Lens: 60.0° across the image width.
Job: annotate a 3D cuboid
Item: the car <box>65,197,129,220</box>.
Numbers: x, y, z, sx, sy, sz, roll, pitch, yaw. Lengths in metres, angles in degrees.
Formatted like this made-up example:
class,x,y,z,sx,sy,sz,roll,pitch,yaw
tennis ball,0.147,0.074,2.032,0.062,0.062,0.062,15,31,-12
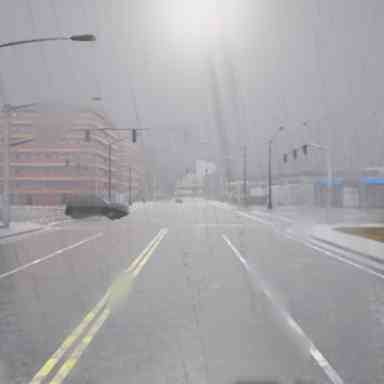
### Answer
class,x,y,z,sx,sy,sz,roll,pitch,yaw
car,-8.543,1.440,29.943,5.566,2.045,2.150,0,-1,2

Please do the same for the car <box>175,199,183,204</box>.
class,x,y,z,sx,sy,sz,roll,pitch,yaw
car,-3.512,2.439,89.702,1.895,1.301,4.718,0,-1,0
